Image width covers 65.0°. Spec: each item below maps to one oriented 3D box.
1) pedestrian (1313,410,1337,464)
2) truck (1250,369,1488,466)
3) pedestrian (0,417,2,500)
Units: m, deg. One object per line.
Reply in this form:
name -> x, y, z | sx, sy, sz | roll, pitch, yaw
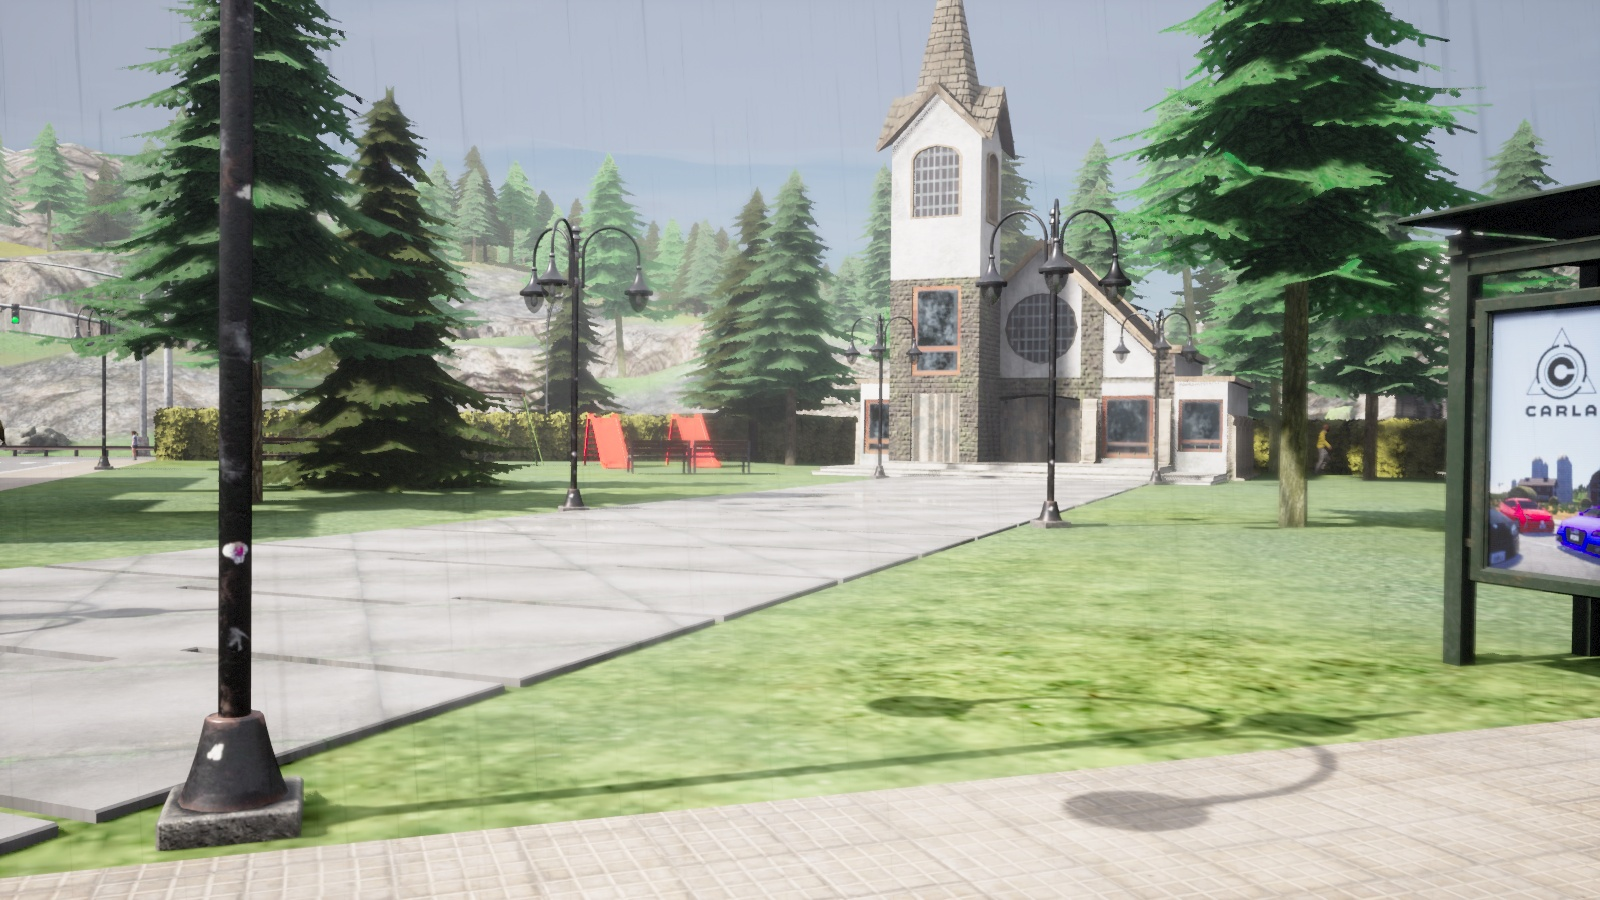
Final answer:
pedestrian -> 18.170, -0.450, 43.462 | 0.726, 1.835, 0.370 | 0, 1, 27
truck -> 21.997, -1.217, 48.909 | 2.891, 3.462, 7.936 | -2, 1, -44
pedestrian -> -17.794, 0.189, 27.457 | 0.431, 1.840, 0.709 | -1, 1, -21
